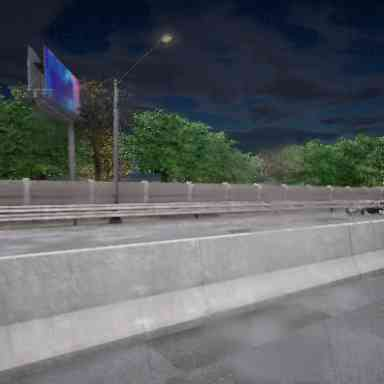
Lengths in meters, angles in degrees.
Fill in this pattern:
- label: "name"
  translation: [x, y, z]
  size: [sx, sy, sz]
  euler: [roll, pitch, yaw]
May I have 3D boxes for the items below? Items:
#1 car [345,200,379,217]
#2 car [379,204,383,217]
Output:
- label: "car"
  translation: [17.433, 1.640, 33.604]
  size: [4.892, 1.490, 1.837]
  euler: [1, 0, -35]
- label: "car"
  translation: [19.705, 1.662, 30.927]
  size: [4.674, 1.442, 1.812]
  euler: [0, 0, -35]
